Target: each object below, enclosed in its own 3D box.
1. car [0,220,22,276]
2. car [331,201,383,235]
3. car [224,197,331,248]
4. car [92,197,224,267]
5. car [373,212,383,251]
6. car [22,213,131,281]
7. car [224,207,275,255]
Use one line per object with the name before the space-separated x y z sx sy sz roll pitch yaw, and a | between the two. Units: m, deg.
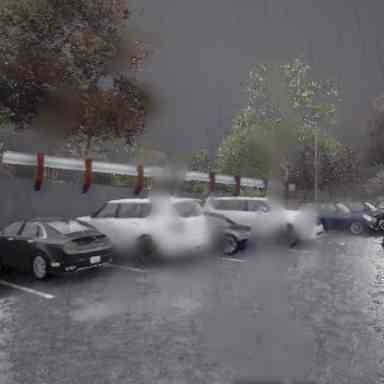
car | -6.877 1.236 8.074 5.566 2.045 2.435 -1 -1 35
car | 7.833 1.345 18.644 4.553 1.767 2.185 -1 -1 35
car | 2.963 1.224 15.107 5.566 2.045 2.435 -1 -1 34
car | -2.007 1.231 11.627 5.566 2.045 2.435 -1 0 34
car | 8.772 1.512 12.095 4.674 1.442 1.812 0 0 -35
car | -4.439 1.486 9.834 4.892 1.521 2.231 -1 0 35
car | 0.506 1.508 13.345 4.792 1.488 2.163 -1 -1 34
